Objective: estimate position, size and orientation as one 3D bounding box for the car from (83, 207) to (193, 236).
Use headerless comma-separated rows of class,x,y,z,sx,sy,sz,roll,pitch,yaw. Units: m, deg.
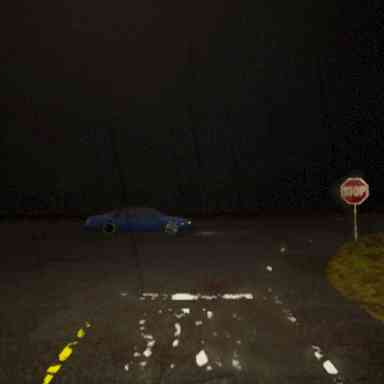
car,-2.644,1.441,16.823,5.357,1.411,2.033,-1,-2,0
